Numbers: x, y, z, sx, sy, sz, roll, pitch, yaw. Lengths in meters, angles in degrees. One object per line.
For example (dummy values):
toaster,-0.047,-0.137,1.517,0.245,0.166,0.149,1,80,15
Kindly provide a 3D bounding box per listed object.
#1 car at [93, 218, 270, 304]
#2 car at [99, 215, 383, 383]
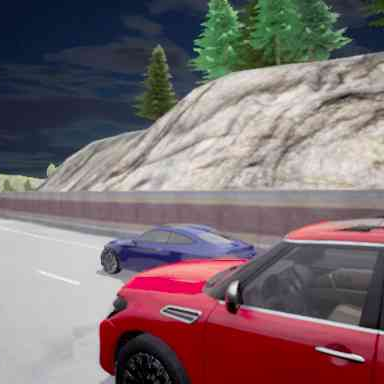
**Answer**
car,-0.476,1.563,8.893,4.674,1.442,1.812,0,0,38
car,1.624,1.234,2.889,5.566,2.045,2.150,0,0,36
